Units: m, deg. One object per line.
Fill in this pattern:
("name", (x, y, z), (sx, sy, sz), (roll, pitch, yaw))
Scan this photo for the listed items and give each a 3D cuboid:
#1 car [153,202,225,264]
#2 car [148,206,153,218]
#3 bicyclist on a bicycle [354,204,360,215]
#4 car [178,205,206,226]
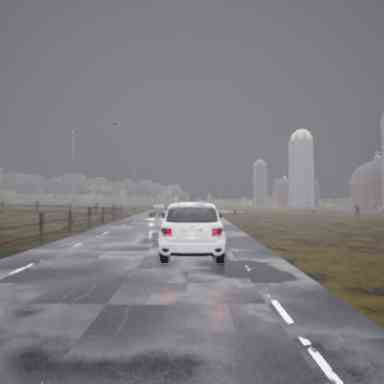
("car", (0.011, 1.378, 12.618), (2.150, 2.045, 5.566), (0, 0, 0))
("car", (-3.518, 1.989, 36.185), (1.812, 1.442, 4.674), (0, -1, 0))
("bicyclist on a bicycle", (24.292, 2.628, 49.092), (0.582, 1.620, 1.656), (1, -1, 0))
("car", (0.011, 1.891, 27.570), (2.033, 1.411, 5.357), (0, -1, 0))
